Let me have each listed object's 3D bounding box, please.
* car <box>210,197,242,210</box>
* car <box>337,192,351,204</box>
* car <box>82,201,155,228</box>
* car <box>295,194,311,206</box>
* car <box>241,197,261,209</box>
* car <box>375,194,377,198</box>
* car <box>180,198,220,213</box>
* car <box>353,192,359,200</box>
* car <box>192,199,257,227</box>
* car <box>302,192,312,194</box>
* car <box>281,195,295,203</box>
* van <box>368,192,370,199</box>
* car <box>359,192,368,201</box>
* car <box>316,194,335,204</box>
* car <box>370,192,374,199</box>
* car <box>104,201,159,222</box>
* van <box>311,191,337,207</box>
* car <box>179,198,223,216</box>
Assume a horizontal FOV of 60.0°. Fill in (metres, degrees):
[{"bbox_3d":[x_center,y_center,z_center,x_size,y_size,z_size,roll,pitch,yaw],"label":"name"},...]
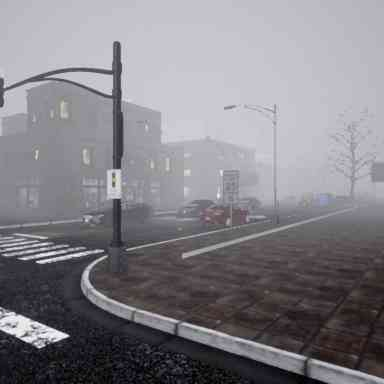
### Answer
[{"bbox_3d":[4.049,1.333,38.840,1.947,1.339,4.313,0,1,35],"label":"car"},{"bbox_3d":[23.500,1.173,52.274,1.947,1.339,4.313,0,1,35],"label":"car"},{"bbox_3d":[-4.769,1.384,21.508,2.128,1.511,4.902,0,0,35],"label":"car"},{"bbox_3d":[16.357,1.270,46.494,1.895,1.301,4.718,0,0,35],"label":"car"},{"bbox_3d":[6.296,1.287,37.534,1.812,1.442,4.674,0,0,35],"label":"car"},{"bbox_3d":[45.468,0.799,84.113,1.967,1.590,4.097,0,1,35],"label":"car"},{"bbox_3d":[0.911,1.355,34.291,2.008,1.369,4.403,0,1,35],"label":"car"},{"bbox_3d":[26.638,1.115,56.823,1.887,1.381,4.507,0,1,35],"label":"car"},{"bbox_3d":[2.208,1.403,21.413,1.887,1.381,4.507,0,1,35],"label":"car"},{"bbox_3d":[22.878,0.862,66.129,2.192,1.841,5.009,0,1,35],"label":"car"},{"bbox_3d":[16.602,1.201,57.033,1.802,1.307,4.206,0,1,35],"label":"car"},{"bbox_3d":[36.053,0.805,70.467,1.690,1.788,3.998,0,1,35],"label":"van"},{"bbox_3d":[32.915,0.939,65.919,1.967,1.590,4.097,0,1,35],"label":"car"},{"bbox_3d":[22.180,1.079,54.948,1.882,1.535,5.008,0,0,34],"label":"car"},{"bbox_3d":[39.191,0.973,75.017,1.887,1.381,4.507,0,1,35],"label":"car"},{"bbox_3d":[-4.691,1.452,26.173,1.802,1.307,4.206,0,1,35],"label":"car"},{"bbox_3d":[17.224,1.021,43.176,1.690,1.788,3.998,0,1,35],"label":"van"},{"bbox_3d":[0.733,1.353,29.477,1.812,1.442,4.674,0,0,35],"label":"car"}]
